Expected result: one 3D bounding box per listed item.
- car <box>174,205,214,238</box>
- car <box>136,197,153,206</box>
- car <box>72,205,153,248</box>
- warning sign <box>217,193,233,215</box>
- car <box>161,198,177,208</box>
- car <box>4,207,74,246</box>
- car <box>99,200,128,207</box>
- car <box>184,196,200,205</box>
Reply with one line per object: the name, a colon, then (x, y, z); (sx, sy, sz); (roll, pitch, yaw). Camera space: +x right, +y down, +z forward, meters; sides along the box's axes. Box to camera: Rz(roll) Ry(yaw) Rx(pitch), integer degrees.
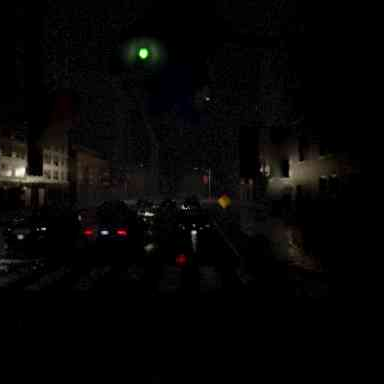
car: (0.098, 1.569, 17.570); (1.895, 1.301, 4.718); (0, 0, 0)
car: (-6.549, 1.405, 46.558); (2.128, 1.511, 4.902); (0, 0, 1)
car: (-3.149, 1.516, 14.509); (2.033, 1.411, 5.357); (0, 0, 0)
warning sign: (2.849, 1.068, 29.209); (1.300, 1.860, 1.060); (0, 0, 0)
car: (-3.259, 1.482, 46.674); (1.994, 1.385, 4.181); (0, 0, 0)
car: (-6.591, 1.454, 15.213); (2.128, 1.511, 4.902); (0, 0, 0)
car: (-6.601, 1.418, 27.886); (1.882, 1.535, 5.008); (0, 0, 0)
car: (-0.007, 1.274, 46.841); (2.097, 1.767, 4.553); (0, 0, 0)
